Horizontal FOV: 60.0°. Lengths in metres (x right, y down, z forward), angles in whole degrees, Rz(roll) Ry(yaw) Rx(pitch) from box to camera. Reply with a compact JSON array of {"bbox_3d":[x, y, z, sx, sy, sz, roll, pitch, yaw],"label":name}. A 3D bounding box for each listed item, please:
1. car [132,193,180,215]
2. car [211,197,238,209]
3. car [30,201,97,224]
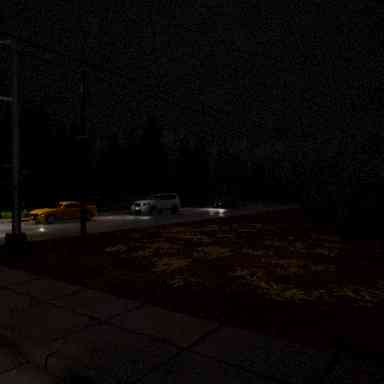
[{"bbox_3d":[-3.464,1.173,33.269,2.150,2.045,5.566,0,0,36],"label":"car"},{"bbox_3d":[4.325,1.389,43.720,1.837,1.490,4.892,0,0,37],"label":"car"},{"bbox_3d":[-9.579,1.484,25.030,1.882,1.535,5.008,0,0,37],"label":"car"}]
